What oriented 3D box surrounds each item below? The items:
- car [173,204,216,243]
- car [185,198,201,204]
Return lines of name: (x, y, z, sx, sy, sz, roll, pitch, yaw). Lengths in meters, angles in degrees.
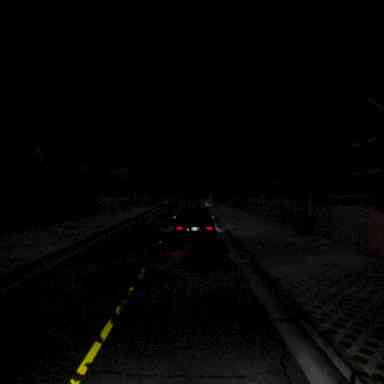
car: (0.102, 1.494, 15.575, 2.033, 1.411, 5.357, 0, 0, 0)
car: (0.104, 1.434, 41.234, 2.128, 1.511, 4.902, 0, 0, 0)
